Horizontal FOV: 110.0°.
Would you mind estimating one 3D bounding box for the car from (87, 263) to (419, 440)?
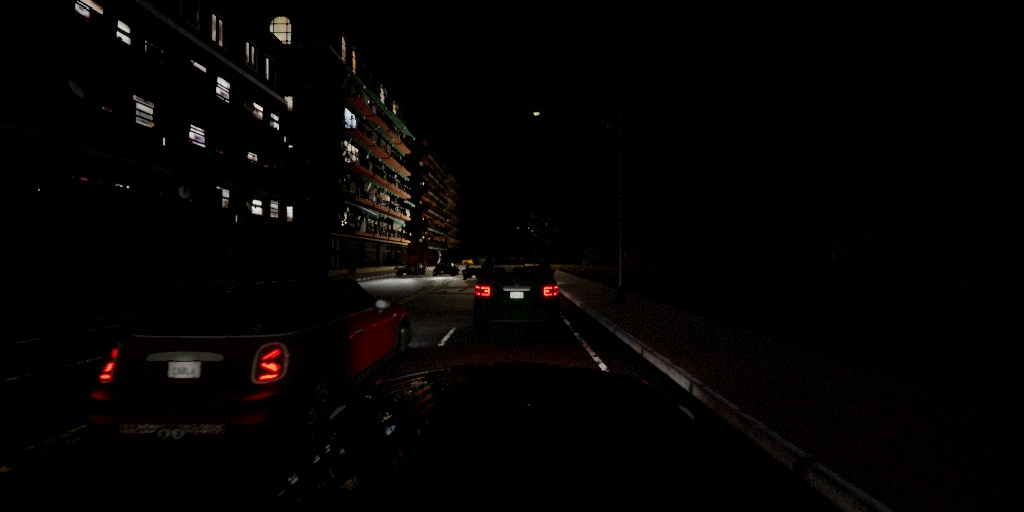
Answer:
[{"bbox_3d":[-3.138,1.104,5.569,2.097,1.767,4.553,0,0,0],"label":"car"}]

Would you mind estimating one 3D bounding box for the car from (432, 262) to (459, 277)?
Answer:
[{"bbox_3d":[-6.471,1.316,35.353,1.994,1.385,4.181,0,0,0],"label":"car"}]

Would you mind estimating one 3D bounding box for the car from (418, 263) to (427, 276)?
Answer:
[{"bbox_3d":[-9.724,1.353,34.698,1.895,1.301,4.718,0,0,0],"label":"car"}]

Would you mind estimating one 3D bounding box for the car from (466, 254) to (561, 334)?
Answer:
[{"bbox_3d":[0.129,0.973,10.762,2.150,2.045,5.566,0,0,0],"label":"car"}]

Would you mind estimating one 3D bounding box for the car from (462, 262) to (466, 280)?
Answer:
[{"bbox_3d":[-3.038,1.353,30.958,1.895,1.301,4.718,0,0,0],"label":"car"}]
